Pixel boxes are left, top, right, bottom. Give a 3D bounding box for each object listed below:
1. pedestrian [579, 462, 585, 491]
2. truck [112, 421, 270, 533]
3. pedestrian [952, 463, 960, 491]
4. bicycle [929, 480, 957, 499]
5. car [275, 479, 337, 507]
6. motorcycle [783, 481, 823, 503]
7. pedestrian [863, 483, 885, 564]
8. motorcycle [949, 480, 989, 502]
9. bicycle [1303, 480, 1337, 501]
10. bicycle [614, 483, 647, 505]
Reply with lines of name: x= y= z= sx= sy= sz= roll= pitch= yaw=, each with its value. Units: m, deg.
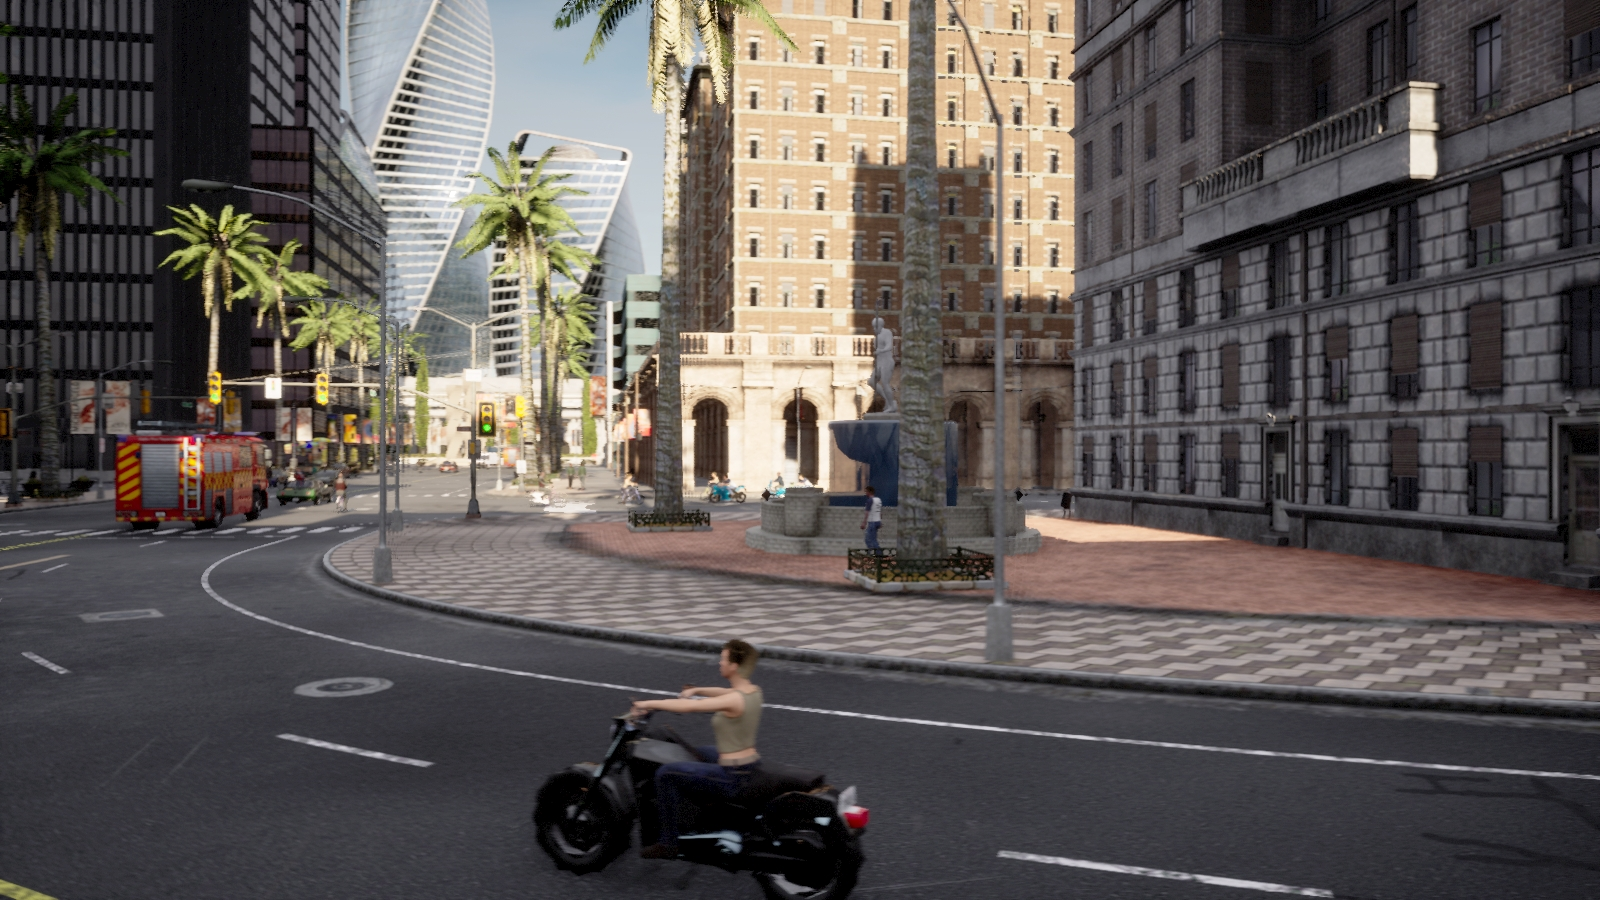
pedestrian: x=-14.464 y=1.751 z=75.745 sx=0.375 sy=1.860 sz=0.375 roll=0 pitch=0 yaw=-7
truck: x=-22.749 y=0.918 z=43.270 sx=2.891 sy=3.827 sz=8.468 roll=0 pitch=0 yaw=-11
pedestrian: x=10.237 y=1.758 z=75.011 sx=0.375 sy=1.860 sz=0.375 roll=0 pitch=0 yaw=-17
bicycle: x=8.350 y=2.311 z=66.715 sx=1.487 sy=1.080 sz=0.859 roll=0 pitch=0 yaw=-9
car: x=-25.639 y=2.194 z=59.430 sx=1.895 sy=1.301 sz=4.718 roll=0 pitch=0 yaw=-10
motorcycle: x=0.183 y=2.261 z=61.690 sx=2.033 sy=1.145 sz=0.803 roll=0 pitch=0 yaw=-12
pedestrian: x=1.725 y=1.718 z=26.693 sx=0.375 sy=1.860 sz=0.375 roll=0 pitch=0 yaw=36
motorcycle: x=9.396 y=2.265 z=63.407 sx=2.033 sy=1.145 sz=0.803 roll=0 pitch=0 yaw=-12
bicycle: x=29.066 y=2.269 z=63.871 sx=1.835 sy=1.171 sz=0.329 roll=0 pitch=0 yaw=-5
bicycle: x=-8.808 y=2.300 z=59.523 sx=1.487 sy=1.080 sz=0.859 roll=0 pitch=0 yaw=15
